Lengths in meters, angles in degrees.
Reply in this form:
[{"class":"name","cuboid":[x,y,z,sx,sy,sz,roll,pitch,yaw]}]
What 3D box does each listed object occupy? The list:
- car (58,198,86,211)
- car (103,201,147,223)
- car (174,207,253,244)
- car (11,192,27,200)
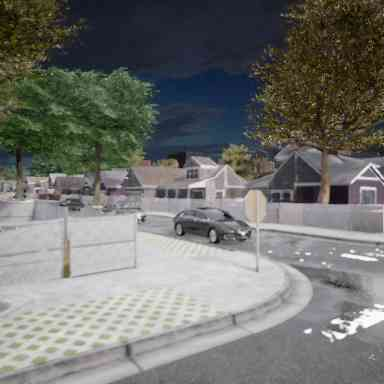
[{"class":"car","cuboid":[-12.983,1.396,35.772,1.882,1.535,5.008,1,0,-35]},{"class":"car","cuboid":[-5.082,1.475,24.713,2.128,1.511,4.902,1,0,-35]},{"class":"car","cuboid":[0.871,1.540,16.284,1.837,1.490,4.892,1,0,-33]},{"class":"car","cuboid":[-41.367,0.940,80.294,2.150,2.045,5.566,1,0,-36]}]
